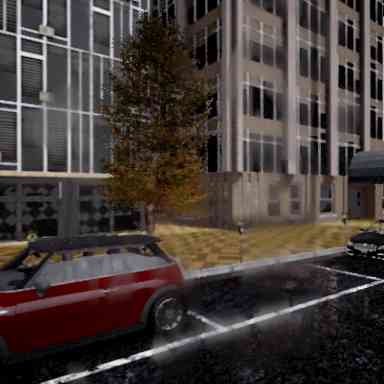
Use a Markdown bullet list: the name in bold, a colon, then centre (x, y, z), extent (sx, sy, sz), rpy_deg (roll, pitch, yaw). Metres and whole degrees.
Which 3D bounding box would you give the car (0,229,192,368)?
- **car**: centre (-2.082, 1.448, 5.085), extent (4.097, 1.590, 1.967), rpy_deg (0, -1, -35)

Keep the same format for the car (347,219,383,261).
- **car**: centre (7.174, 1.635, 11.682), extent (4.403, 1.369, 2.008), rpy_deg (0, -1, -35)
